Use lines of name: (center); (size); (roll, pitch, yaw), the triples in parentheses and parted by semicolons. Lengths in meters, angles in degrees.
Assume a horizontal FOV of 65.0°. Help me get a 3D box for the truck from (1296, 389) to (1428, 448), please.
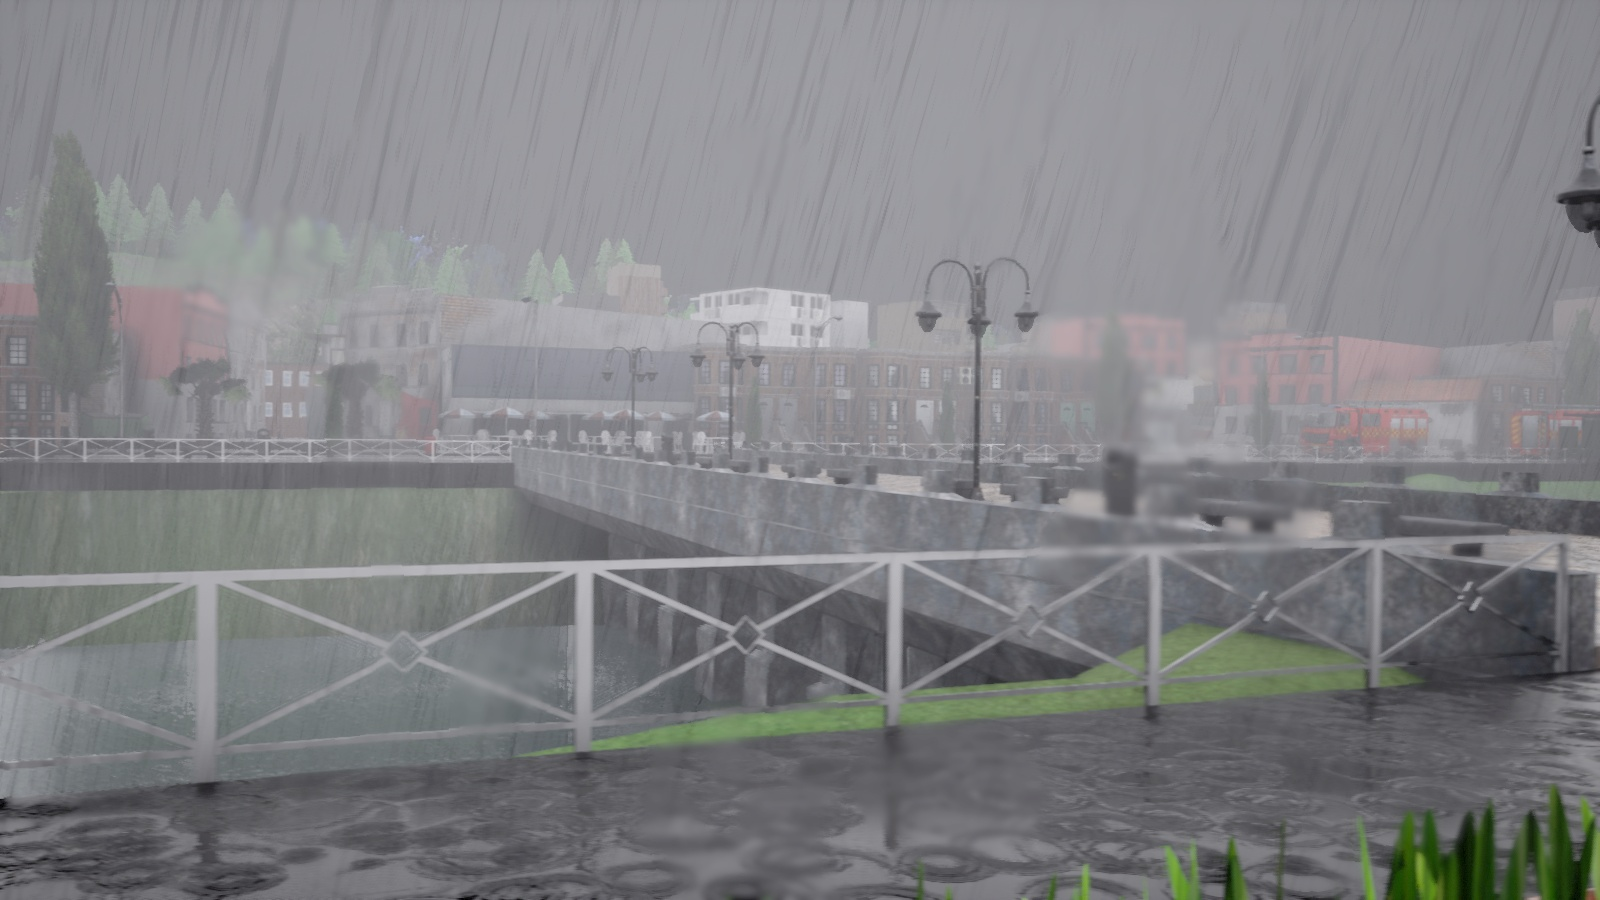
truck: (37.633, -2.141, 84.034); (8.468, 3.827, 2.891); (-1, 1, -21)

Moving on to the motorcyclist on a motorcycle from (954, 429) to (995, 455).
motorcyclist on a motorcycle: (10.242, -0.476, 73.641); (2.191, 1.530, 0.866); (-1, 1, -21)
